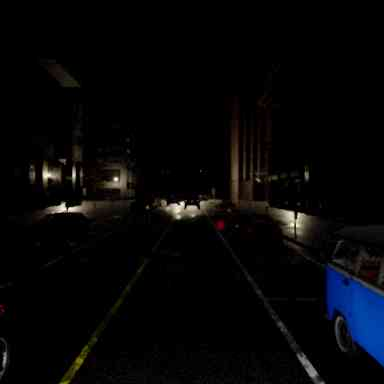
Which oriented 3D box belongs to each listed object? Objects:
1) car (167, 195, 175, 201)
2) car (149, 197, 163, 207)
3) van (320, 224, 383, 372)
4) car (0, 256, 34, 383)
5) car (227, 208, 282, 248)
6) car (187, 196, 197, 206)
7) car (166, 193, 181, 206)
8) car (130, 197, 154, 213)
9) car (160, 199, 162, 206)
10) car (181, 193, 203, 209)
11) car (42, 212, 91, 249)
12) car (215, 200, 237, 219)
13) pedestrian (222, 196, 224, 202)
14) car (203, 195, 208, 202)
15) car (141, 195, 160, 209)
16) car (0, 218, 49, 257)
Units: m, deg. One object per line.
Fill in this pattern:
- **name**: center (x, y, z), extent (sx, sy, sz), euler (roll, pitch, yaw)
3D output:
- **car**: center (-5.769, 1.547, 91.809), extent (1.967, 1.590, 4.097), euler (0, 0, 0)
- **car**: center (-5.765, 1.582, 53.645), extent (1.752, 1.417, 4.829), euler (0, 0, 0)
- **van**: center (2.766, 1.344, 3.416), extent (1.690, 1.788, 3.998), euler (0, 0, 0)
- **car**: center (-3.100, 1.566, 2.280), extent (1.994, 1.385, 4.181), euler (0, 0, 0)
- **car**: center (2.764, 1.595, 14.621), extent (1.802, 1.307, 4.206), euler (0, 0, 0)
- **car**: center (-0.005, 1.567, 58.421), extent (1.837, 1.490, 4.892), euler (0, 0, 0)
- **car**: center (-3.030, 1.283, 54.854), extent (2.150, 2.045, 5.566), euler (0, 0, 1)
- **car**: center (-5.763, 1.582, 37.010), extent (1.887, 1.381, 4.507), euler (0, 0, 0)
- **car**: center (-5.765, 1.575, 48.044), extent (1.752, 1.417, 4.829), euler (0, 0, 0)
- **car**: center (0.022, 1.272, 45.604), extent (2.150, 2.045, 5.566), euler (0, 0, 0)
- **car**: center (-5.761, 1.579, 14.603), extent (1.947, 1.339, 4.313), euler (0, 0, 0)
- **car**: center (2.998, 1.484, 29.242), extent (1.801, 1.575, 5.366), euler (0, 0, 0)
- **pedestrian**: center (2.997, 1.326, 32.237), extent (0.375, 1.860, 0.375), euler (0, 0, 0)
- **car**: center (2.757, 1.531, 80.611), extent (1.967, 1.590, 4.097), euler (0, 0, 0)
- **car**: center (-5.763, 1.359, 42.613), extent (2.192, 1.841, 5.009), euler (0, 0, 0)
- **car**: center (-5.761, 1.590, 9.001), extent (1.802, 1.307, 4.206), euler (0, 0, 0)
